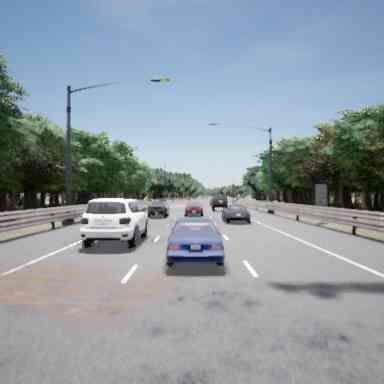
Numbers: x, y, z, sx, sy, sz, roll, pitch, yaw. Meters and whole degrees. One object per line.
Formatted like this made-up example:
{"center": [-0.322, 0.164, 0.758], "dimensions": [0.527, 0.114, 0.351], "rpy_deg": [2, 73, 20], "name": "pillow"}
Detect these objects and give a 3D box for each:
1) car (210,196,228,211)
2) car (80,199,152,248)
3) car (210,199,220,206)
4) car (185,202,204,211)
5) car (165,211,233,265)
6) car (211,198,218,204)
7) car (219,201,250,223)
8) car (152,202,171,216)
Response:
{"center": [3.910, 1.559, 47.175], "dimensions": [2.150, 2.045, 5.566], "rpy_deg": [0, -1, 2], "name": "car"}
{"center": [-3.397, 1.312, 15.433], "dimensions": [2.150, 2.045, 5.566], "rpy_deg": [0, 0, 0], "name": "car"}
{"center": [4.976, 2.233, 72.917], "dimensions": [1.994, 1.385, 4.181], "rpy_deg": [0, -1, 3], "name": "car"}
{"center": [0.241, 1.766, 34.544], "dimensions": [1.812, 1.442, 4.674], "rpy_deg": [0, -1, 1], "name": "car"}
{"center": [0.100, 1.614, 11.847], "dimensions": [2.033, 1.411, 5.357], "rpy_deg": [0, 0, 0], "name": "car"}
{"center": [5.830, 2.382, 86.748], "dimensions": [1.837, 1.490, 4.892], "rpy_deg": [0, -1, 4], "name": "car"}
{"center": [3.546, 1.732, 27.241], "dimensions": [1.994, 1.385, 4.181], "rpy_deg": [0, 0, 1], "name": "car"}
{"center": [-3.277, 1.735, 33.422], "dimensions": [1.837, 1.490, 4.892], "rpy_deg": [0, -1, 1], "name": "car"}
